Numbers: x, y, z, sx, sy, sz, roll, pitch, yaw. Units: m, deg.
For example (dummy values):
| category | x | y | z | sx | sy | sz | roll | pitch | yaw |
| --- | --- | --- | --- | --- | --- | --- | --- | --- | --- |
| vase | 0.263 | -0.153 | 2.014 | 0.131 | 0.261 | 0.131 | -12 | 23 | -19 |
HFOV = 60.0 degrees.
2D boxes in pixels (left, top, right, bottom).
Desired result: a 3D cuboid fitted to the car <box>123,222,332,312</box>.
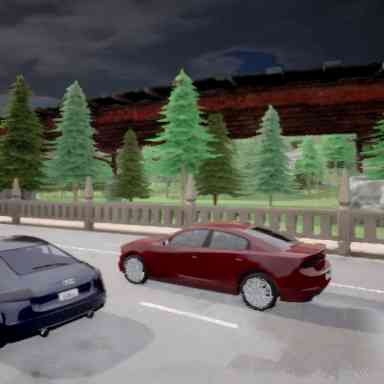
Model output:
| category | x | y | z | sx | sy | sz | roll | pitch | yaw |
| --- | --- | --- | --- | --- | --- | --- | --- | --- | --- |
| car | 0.503 | 1.424 | 7.661 | 5.008 | 1.535 | 1.882 | 0 | 0 | 33 |

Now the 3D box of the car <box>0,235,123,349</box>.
| category | x | y | z | sx | sy | sz | roll | pitch | yaw |
| --- | --- | --- | --- | --- | --- | --- | --- | --- | --- |
| car | -3.561 | 1.511 | 6.082 | 4.181 | 1.385 | 1.994 | 0 | 0 | 32 |
